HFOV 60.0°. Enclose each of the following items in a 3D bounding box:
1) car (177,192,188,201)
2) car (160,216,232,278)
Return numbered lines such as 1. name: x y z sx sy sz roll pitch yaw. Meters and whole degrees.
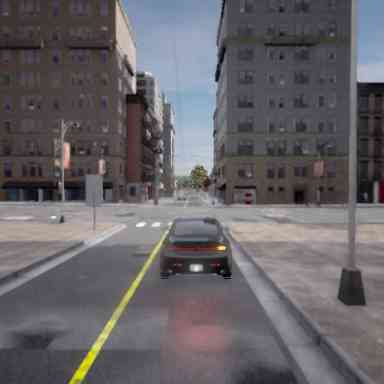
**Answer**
1. car: -2.376 1.348 77.143 1.812 1.442 4.674 0 0 0
2. car: 0.104 1.489 10.062 1.837 1.490 4.892 0 0 0
